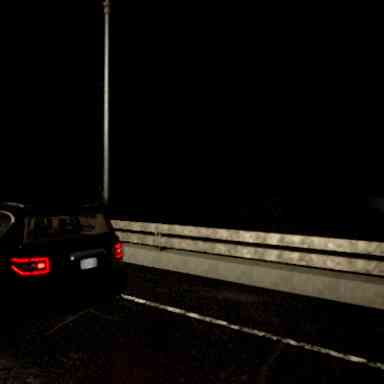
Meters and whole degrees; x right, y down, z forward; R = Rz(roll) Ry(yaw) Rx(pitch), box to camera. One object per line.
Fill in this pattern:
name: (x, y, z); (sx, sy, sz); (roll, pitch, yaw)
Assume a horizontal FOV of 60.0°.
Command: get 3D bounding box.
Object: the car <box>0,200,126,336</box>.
car: (-3.772, 1.172, 6.681); (5.566, 2.045, 2.150); (1, 0, 35)
